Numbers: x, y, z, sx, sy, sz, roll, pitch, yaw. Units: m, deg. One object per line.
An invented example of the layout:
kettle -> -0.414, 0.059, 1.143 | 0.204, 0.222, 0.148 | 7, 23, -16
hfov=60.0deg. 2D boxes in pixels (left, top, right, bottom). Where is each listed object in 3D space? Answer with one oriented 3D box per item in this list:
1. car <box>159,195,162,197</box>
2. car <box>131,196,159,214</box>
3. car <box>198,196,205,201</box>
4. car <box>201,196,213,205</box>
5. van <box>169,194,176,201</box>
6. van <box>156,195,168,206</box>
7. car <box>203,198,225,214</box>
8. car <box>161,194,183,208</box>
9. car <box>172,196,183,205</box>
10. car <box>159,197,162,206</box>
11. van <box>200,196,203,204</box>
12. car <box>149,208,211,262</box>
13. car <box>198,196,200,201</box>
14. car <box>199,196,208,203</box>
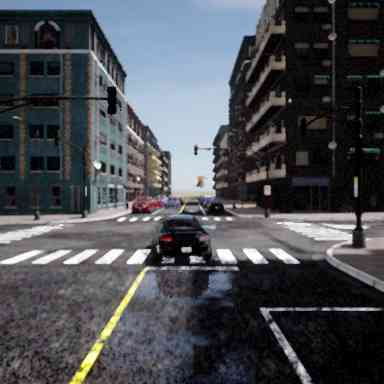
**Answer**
car -> -5.309, 1.666, 53.134 | 1.887, 1.381, 4.507 | 0, 0, 0
car -> -5.311, 1.402, 36.478 | 2.192, 1.841, 5.009 | 0, 0, 0
car -> 2.574, 1.735, 91.998 | 1.887, 1.381, 4.507 | 0, 0, 0
car -> 2.571, 1.693, 47.581 | 1.802, 1.307, 4.206 | 0, 0, 0
van -> -5.306, 1.531, 91.998 | 1.690, 1.788, 3.998 | 0, 0, 0
van -> -5.309, 1.473, 58.686 | 1.690, 1.788, 3.998 | 0, 0, 0
car -> 2.569, 1.654, 36.477 | 1.947, 1.339, 4.313 | 0, 0, 0
car -> -2.829, 1.464, 48.267 | 2.097, 1.767, 4.553 | 0, 0, 0
car -> -2.756, 1.626, 65.334 | 1.882, 1.535, 5.008 | 0, 0, 0
car -> -5.310, 1.644, 42.030 | 1.887, 1.381, 4.507 | 0, 0, 0
van -> 2.572, 1.463, 53.134 | 1.690, 1.788, 3.998 | 0, 0, 0
car -> -0.507, 1.553, 12.224 | 1.812, 1.442, 4.674 | 0, 0, -9
car -> 2.572, 1.583, 64.237 | 1.967, 1.590, 4.097 | 0, 0, 0
car -> 2.573, 1.714, 75.342 | 2.008, 1.369, 4.403 | 0, 0, 0
